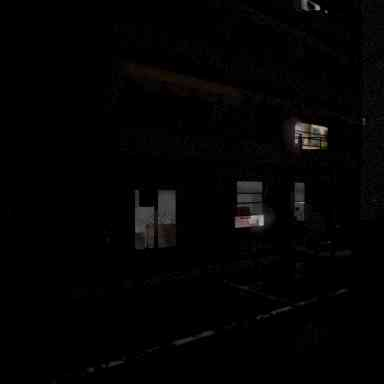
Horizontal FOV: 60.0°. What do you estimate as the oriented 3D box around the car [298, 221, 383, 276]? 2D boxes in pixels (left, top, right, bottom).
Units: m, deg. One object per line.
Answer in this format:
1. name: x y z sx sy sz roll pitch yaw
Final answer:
1. car: 5.071 1.582 10.257 4.206 1.307 1.802 0 0 -36
